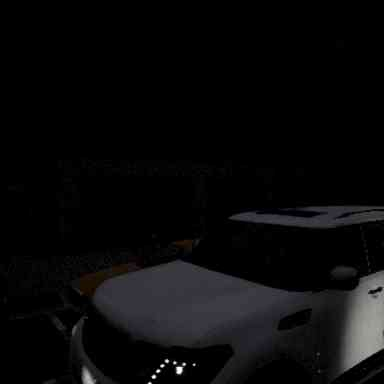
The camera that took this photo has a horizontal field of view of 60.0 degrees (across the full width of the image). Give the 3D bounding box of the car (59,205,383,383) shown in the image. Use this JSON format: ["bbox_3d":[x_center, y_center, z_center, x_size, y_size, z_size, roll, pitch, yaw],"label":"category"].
[{"bbox_3d":[1.390,1.235,4.372,5.566,2.045,2.150,0,0,-36],"label":"car"}]

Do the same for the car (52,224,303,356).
[{"bbox_3d":[-0.028,1.540,6.643,4.829,1.417,1.752,0,-1,-36],"label":"car"}]

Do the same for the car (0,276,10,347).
[{"bbox_3d":[-4.370,1.559,3.542,4.313,1.339,1.947,0,-1,-36],"label":"car"}]
